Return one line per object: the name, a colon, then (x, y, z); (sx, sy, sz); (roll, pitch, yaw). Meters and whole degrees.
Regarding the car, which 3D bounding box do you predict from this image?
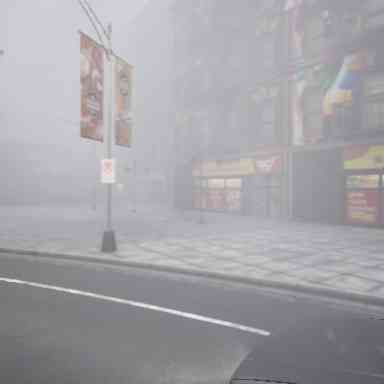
car: (2.826, 1.540, 1.852); (5.357, 1.411, 2.033); (1, 1, 35)
